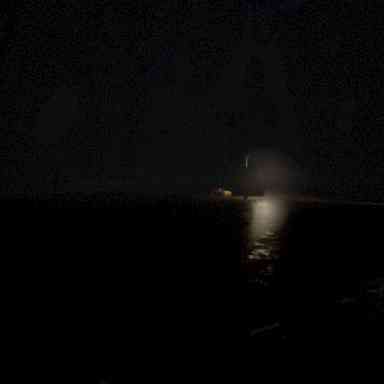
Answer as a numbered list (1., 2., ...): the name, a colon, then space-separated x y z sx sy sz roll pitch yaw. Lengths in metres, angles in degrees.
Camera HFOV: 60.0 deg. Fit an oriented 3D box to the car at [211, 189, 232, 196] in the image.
1. car: 5.876 0.099 67.156 1.882 1.535 5.008 -1 2 -35
